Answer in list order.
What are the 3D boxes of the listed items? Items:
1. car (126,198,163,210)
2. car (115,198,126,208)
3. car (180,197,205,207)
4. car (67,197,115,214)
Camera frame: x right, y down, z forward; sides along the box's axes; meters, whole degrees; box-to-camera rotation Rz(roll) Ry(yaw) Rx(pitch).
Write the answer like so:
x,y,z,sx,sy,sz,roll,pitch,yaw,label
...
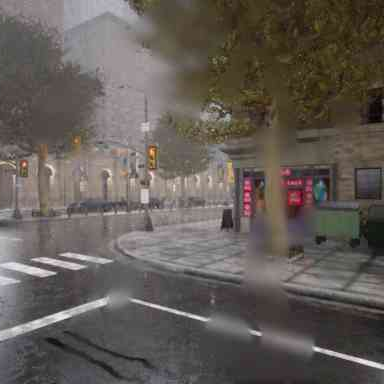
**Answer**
x,y,z,sx,sy,sz,roll,pitch,yaw,label
-5.680,1.505,42.760,1.837,1.490,4.892,0,0,36,car
-10.164,1.595,47.912,1.895,1.301,4.718,0,0,36,car
0.139,1.504,50.799,1.837,1.490,4.892,0,0,36,car
-10.970,1.352,35.442,2.097,1.767,4.553,0,0,36,car
